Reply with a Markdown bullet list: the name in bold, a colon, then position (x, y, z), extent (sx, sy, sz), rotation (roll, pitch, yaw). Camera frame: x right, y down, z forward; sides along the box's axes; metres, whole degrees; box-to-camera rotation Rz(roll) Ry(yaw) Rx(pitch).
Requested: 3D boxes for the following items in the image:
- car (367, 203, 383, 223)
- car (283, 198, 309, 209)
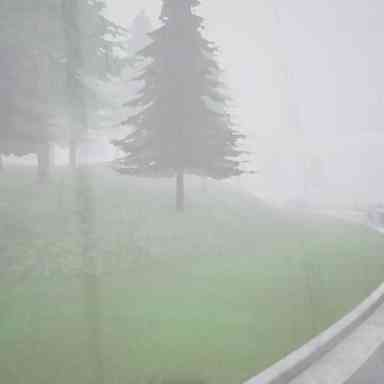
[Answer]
- **car**: position (14.841, 1.538, 25.097), extent (1.812, 1.442, 4.674), rotation (0, 0, 11)
- **car**: position (14.908, 1.591, 47.774), extent (2.128, 1.511, 4.902), rotation (0, 0, -12)
